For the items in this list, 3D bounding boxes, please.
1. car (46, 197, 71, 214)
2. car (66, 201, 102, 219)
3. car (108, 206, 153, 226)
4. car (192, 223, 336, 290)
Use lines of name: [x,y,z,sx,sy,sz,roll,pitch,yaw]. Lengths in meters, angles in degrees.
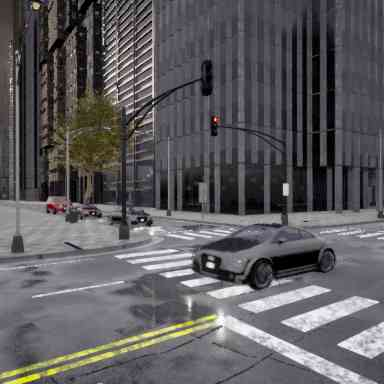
car: [-16.113,1.573,40.326,2.150,2.045,5.566,0,0,-35]
car: [-10.211,1.817,31.995,1.994,1.385,4.181,0,0,-36]
car: [-4.489,1.728,23.960,1.994,1.385,4.181,0,0,-35]
car: [2.068,1.586,9.163,4.181,1.385,1.994,0,0,-36]
